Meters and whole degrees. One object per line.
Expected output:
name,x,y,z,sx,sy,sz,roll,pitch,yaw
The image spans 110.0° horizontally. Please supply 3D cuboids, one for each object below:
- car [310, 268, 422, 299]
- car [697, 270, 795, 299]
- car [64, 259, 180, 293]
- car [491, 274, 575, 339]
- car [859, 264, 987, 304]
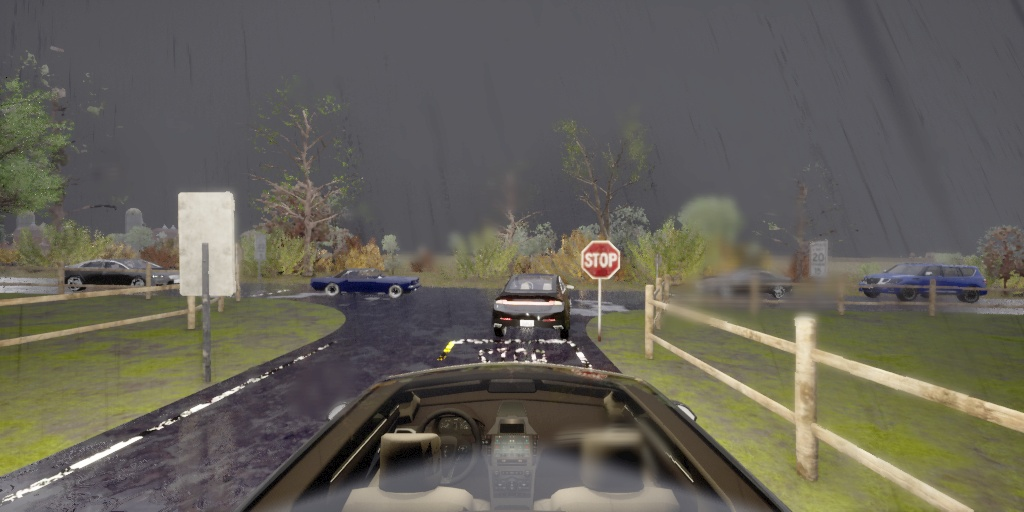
car,-6.818,1.248,17.174,4.718,1.301,1.895,1,1,0
car,13.008,1.525,20.096,4.902,1.511,2.128,1,1,0
car,-18.486,0.885,17.194,4.902,1.511,2.128,1,1,0
car,0.708,1.240,10.141,2.128,1.511,4.902,0,0,9
car,22.904,1.466,20.082,5.566,2.045,2.150,1,1,0
